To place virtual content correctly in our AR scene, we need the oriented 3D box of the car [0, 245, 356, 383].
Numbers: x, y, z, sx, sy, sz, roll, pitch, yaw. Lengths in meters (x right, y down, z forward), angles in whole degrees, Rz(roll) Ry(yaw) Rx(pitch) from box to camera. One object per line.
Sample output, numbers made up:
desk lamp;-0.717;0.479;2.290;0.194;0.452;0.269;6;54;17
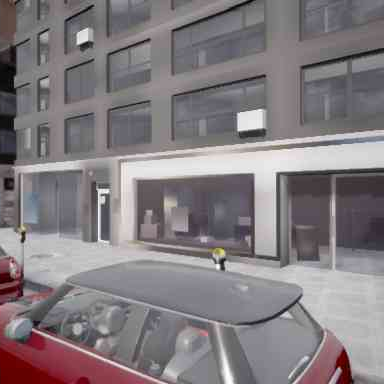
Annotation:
car;-0.659;1.438;3.322;4.097;1.590;1.967;0;0;36
